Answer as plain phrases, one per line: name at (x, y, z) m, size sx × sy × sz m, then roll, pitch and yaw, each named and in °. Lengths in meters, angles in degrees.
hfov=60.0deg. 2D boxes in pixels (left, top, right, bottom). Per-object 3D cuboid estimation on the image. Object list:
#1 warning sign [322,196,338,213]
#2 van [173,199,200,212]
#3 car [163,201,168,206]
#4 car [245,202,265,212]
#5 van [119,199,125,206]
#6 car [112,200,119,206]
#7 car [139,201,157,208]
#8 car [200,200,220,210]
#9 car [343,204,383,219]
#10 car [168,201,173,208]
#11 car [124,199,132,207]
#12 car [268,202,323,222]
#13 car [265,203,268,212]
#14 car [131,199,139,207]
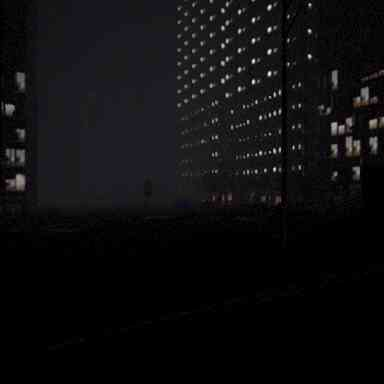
warning sign at (15.759, 1.412, 38.101) m, size 1.300 × 1.860 × 1.060 m, roll 1°, pitch 0°, yaw -25°
van at (-0.848, 1.902, 47.969) m, size 1.690 × 1.788 × 3.998 m, roll -1°, pitch -1°, yaw -25°
car at (-5.302, 2.654, 76.969) m, size 1.802 × 1.307 × 4.206 m, roll -1°, pitch -1°, yaw -25°
car at (9.138, 2.038, 46.468) m, size 1.947 × 1.339 × 4.313 m, roll -1°, pitch -1°, yaw -25°
van at (-15.287, 2.507, 78.468) m, size 1.690 × 1.788 × 3.998 m, roll -1°, pitch -1°, yaw -25°
car at (-20.096, 2.918, 88.632) m, size 1.887 × 1.381 × 4.507 m, roll -1°, pitch -1°, yaw -25°
car at (-8.063, 2.410, 63.216) m, size 2.008 × 1.369 × 4.403 m, roll -1°, pitch -1°, yaw -25°
car at (2.637, 2.114, 54.011) m, size 1.882 × 1.535 × 5.008 m, roll 0°, pitch -1°, yaw -25°
car at (16.357, 1.735, 31.218) m, size 2.008 × 1.369 × 4.403 m, roll -1°, pitch -1°, yaw -25°
car at (-2.339, 2.442, 64.449) m, size 1.895 × 1.301 × 4.718 m, roll 0°, pitch -1°, yaw -25°
car at (-12.876, 2.608, 73.383) m, size 1.887 × 1.381 × 4.507 m, roll -1°, pitch -1°, yaw -25°
car at (8.783, 1.726, 27.632) m, size 2.008 × 1.369 × 4.403 m, roll -1°, pitch -1°, yaw -25°
car at (11.544, 1.941, 41.385) m, size 1.947 × 1.339 × 4.313 m, roll -1°, pitch -1°, yaw -25°
car at (-10.398, 2.483, 68.147) m, size 1.752 × 1.417 × 4.829 m, roll -1°, pitch -1°, yaw -25°
